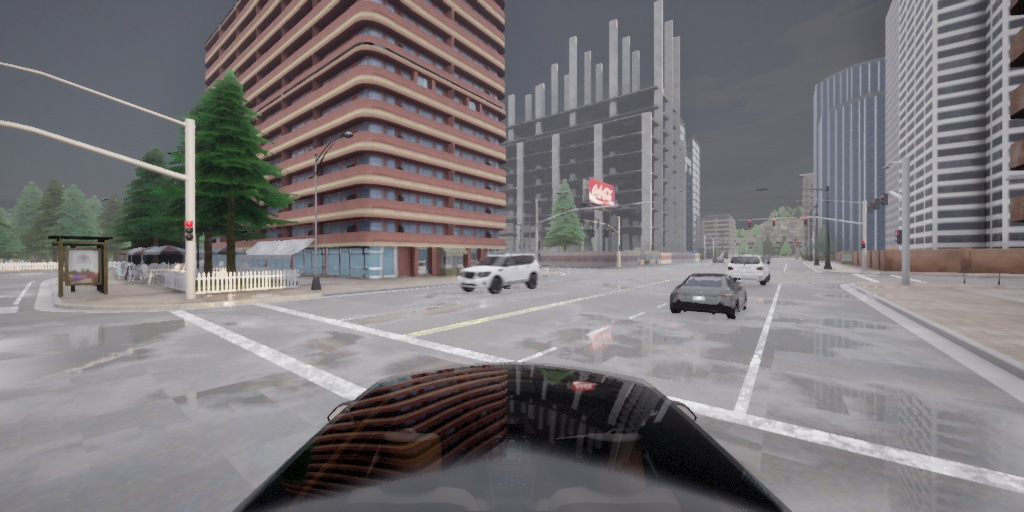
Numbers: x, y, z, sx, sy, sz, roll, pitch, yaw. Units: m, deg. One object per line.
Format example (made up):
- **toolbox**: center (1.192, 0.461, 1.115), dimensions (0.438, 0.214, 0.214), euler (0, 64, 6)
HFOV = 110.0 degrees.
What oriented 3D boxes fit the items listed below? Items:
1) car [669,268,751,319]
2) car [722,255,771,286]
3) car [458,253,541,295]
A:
- **car**: center (7.107, 1.293, 12.860), dimensions (1.994, 1.385, 4.181), euler (0, 0, 38)
- **car**: center (16.306, 0.936, 24.745), dimensions (2.150, 2.045, 5.566), euler (0, 0, 38)
- **car**: center (-0.515, 0.871, 20.167), dimensions (2.150, 2.045, 5.566), euler (0, 1, 38)
